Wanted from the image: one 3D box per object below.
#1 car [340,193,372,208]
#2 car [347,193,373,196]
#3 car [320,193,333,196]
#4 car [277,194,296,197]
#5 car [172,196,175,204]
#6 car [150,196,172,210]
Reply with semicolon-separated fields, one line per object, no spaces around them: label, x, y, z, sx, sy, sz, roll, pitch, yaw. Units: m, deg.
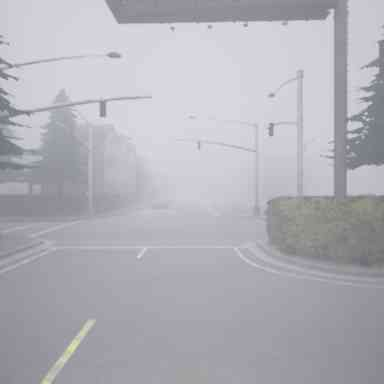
car;22.170;1.101;45.175;1.932;1.855;4.605;0;0;-1
car;18.944;1.113;37.282;1.905;1.878;3.866;0;0;-1
car;25.174;1.091;62.583;2.152;1.636;5.027;0;0;-1
car;15.151;1.272;55.133;2.007;1.523;4.514;0;0;-1
car;-3.828;1.345;56.348;2.033;1.411;5.357;0;0;0
car;-3.785;1.382;39.997;1.812;1.442;4.674;0;0;0
